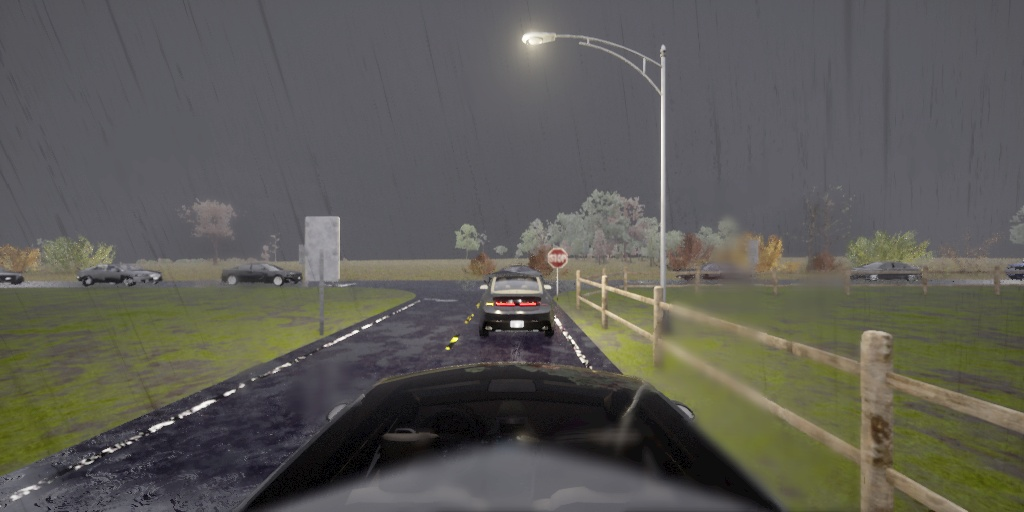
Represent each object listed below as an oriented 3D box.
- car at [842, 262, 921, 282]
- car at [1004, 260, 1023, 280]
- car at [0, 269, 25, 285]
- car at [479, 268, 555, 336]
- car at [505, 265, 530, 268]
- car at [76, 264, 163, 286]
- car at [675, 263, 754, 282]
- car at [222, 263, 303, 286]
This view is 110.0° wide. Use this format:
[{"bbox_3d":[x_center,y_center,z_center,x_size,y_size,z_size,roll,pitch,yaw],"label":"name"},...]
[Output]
[{"bbox_3d":[28.376,1.187,27.619,4.892,1.490,1.837,0,0,1],"label":"car"},{"bbox_3d":[41.598,0.885,27.473,5.566,2.045,2.150,-1,0,0],"label":"car"},{"bbox_3d":[-37.437,1.416,25.296,4.181,1.385,1.994,0,0,1],"label":"car"},{"bbox_3d":[0.112,1.254,10.336,1.837,1.490,4.892,0,0,0],"label":"car"},{"bbox_3d":[0.174,1.312,23.382,1.994,1.385,4.181,0,0,45],"label":"car"},{"bbox_3d":[-27.433,1.313,25.191,4.902,1.511,2.128,0,0,1],"label":"car"},{"bbox_3d":[15.640,1.253,27.744,5.357,1.411,2.033,0,0,0],"label":"car"},{"bbox_3d":[-17.368,1.270,25.093,5.008,1.535,1.882,0,0,1],"label":"car"}]
